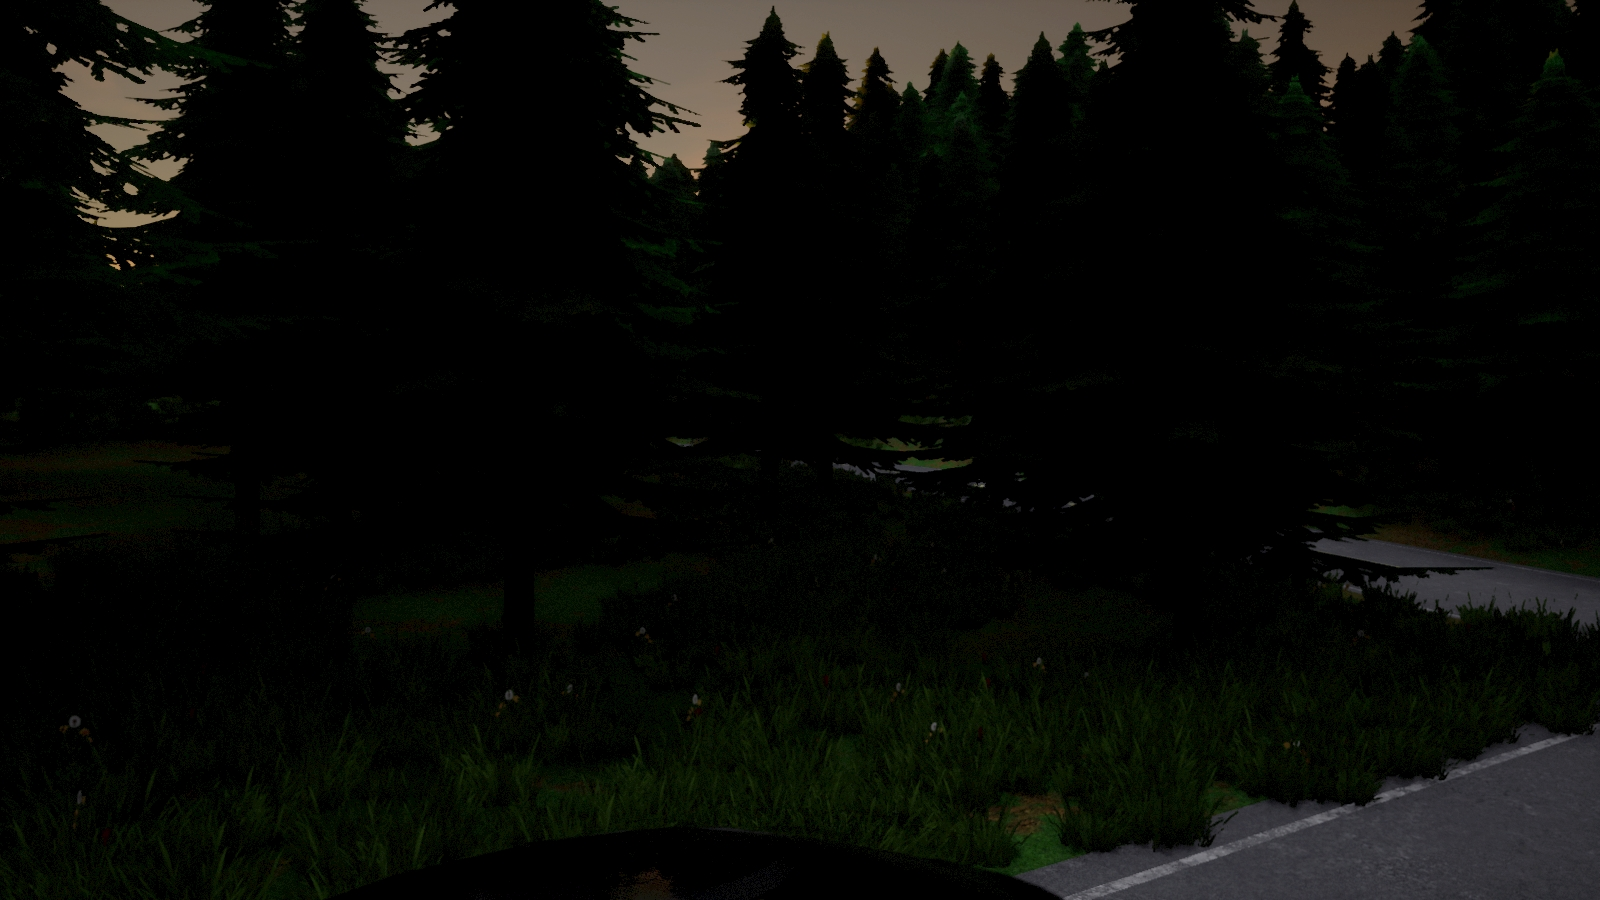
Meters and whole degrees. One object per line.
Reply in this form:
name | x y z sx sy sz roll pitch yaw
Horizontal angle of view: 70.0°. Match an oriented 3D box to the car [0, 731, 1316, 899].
car | -0.961 2.063 3.091 4.792 1.488 2.163 0 0 -35
